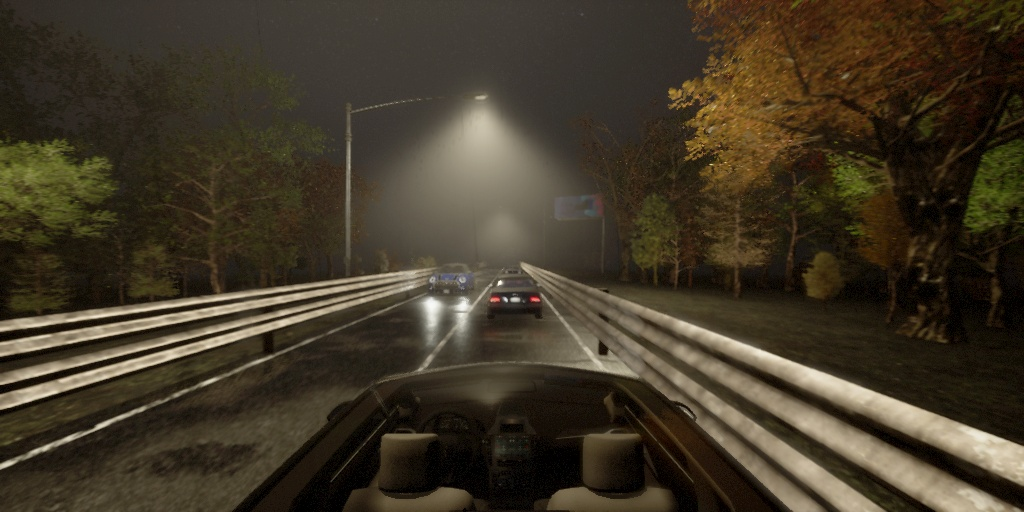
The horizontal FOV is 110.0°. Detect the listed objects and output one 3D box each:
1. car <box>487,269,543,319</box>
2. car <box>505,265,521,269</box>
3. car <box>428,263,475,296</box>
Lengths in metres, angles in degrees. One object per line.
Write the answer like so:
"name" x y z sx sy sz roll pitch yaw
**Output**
"car" 0.104 1.376 13.227 2.033 1.411 5.357 0 0 0
"car" 0.100 1.581 35.412 1.895 1.301 4.718 0 0 0
"car" -3.343 1.230 20.498 2.097 1.767 4.553 0 0 0
